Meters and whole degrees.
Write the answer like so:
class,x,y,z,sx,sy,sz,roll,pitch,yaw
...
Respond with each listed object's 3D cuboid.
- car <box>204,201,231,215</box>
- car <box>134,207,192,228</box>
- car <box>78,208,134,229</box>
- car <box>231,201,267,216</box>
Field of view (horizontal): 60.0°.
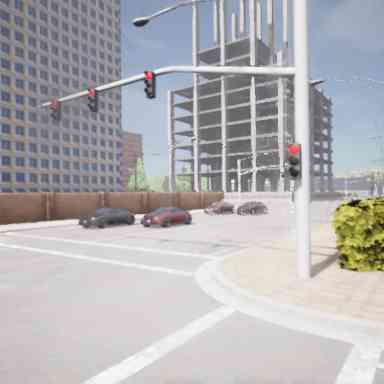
class,x,y,z,sx,sy,sz,roll,pitch,yaw
car,3.146,1.782,37.148,1.812,1.442,4.674,-1,0,36
car,-1.803,1.795,24.301,1.994,1.385,4.181,-1,0,36
car,-6.124,1.844,24.286,1.994,1.385,4.181,-1,0,36
car,6.445,1.716,35.736,1.837,1.490,4.892,-1,-1,36
